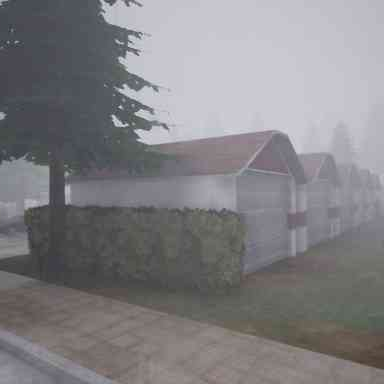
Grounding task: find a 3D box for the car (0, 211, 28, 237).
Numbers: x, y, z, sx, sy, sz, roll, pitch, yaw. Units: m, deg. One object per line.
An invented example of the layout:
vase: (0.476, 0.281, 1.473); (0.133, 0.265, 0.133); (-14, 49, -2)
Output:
car: (-10.790, 1.997, 21.832); (1.837, 1.490, 4.892); (-1, -1, 36)
